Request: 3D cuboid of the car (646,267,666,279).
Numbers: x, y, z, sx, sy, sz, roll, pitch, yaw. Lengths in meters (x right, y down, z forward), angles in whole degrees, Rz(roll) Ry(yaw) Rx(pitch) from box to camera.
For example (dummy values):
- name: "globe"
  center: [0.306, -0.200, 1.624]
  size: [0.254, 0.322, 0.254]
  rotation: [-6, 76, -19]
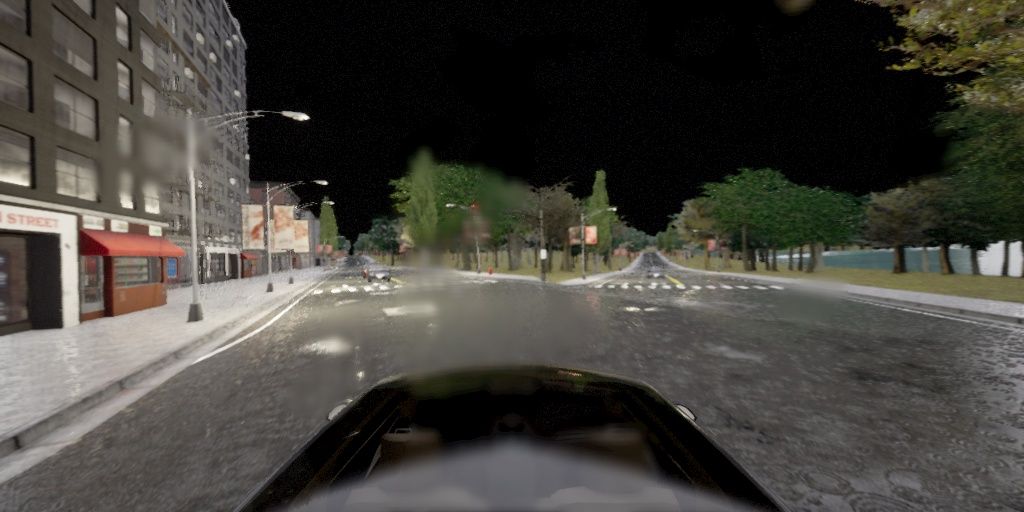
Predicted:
- name: "car"
  center: [16.947, 2.008, 42.290]
  size: [2.128, 1.511, 4.902]
  rotation: [-1, -1, 21]

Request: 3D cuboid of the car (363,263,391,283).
- name: "car"
  center: [-12.443, 1.627, 33.470]
  size: [2.128, 1.511, 4.902]
  rotation: [-2, 0, -23]
